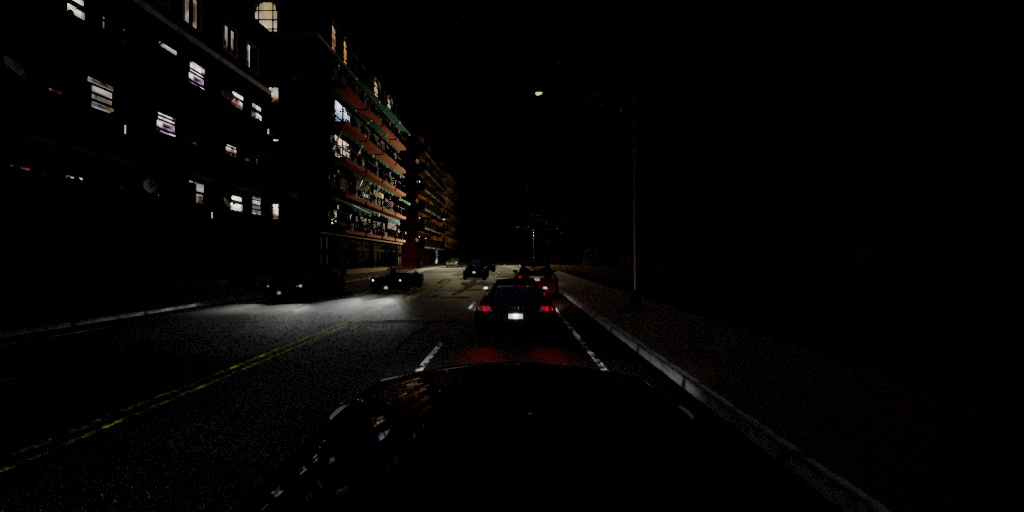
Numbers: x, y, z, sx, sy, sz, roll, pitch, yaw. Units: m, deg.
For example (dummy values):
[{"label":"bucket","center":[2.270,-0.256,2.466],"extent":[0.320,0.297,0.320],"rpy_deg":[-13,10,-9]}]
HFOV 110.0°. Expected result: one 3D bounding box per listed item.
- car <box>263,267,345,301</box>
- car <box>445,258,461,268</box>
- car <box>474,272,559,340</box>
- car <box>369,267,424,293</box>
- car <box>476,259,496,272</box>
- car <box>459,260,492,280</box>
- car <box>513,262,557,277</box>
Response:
[{"label":"car","center":[-9.846,1.278,17.473],"extent":[1.812,1.442,4.674],"rpy_deg":[0,0,0]},{"label":"car","center":[-9.805,1.102,60.050],"extent":[2.097,1.767,4.553],"rpy_deg":[0,0,0]},{"label":"car","center":[0.097,1.315,10.007],"extent":[1.994,1.385,4.181],"rpy_deg":[0,0,0]},{"label":"car","center":[-6.592,1.353,20.974],"extent":[1.895,1.301,4.718],"rpy_deg":[0,0,0]},{"label":"car","center":[-3.133,1.316,45.719],"extent":[1.994,1.385,4.181],"rpy_deg":[0,0,0]},{"label":"car","center":[-3.138,1.316,31.697],"extent":[1.994,1.385,4.181],"rpy_deg":[0,0,0]},{"label":"car","center":[1.143,1.103,18.587],"extent":[2.097,1.767,4.553],"rpy_deg":[0,0,0]}]
